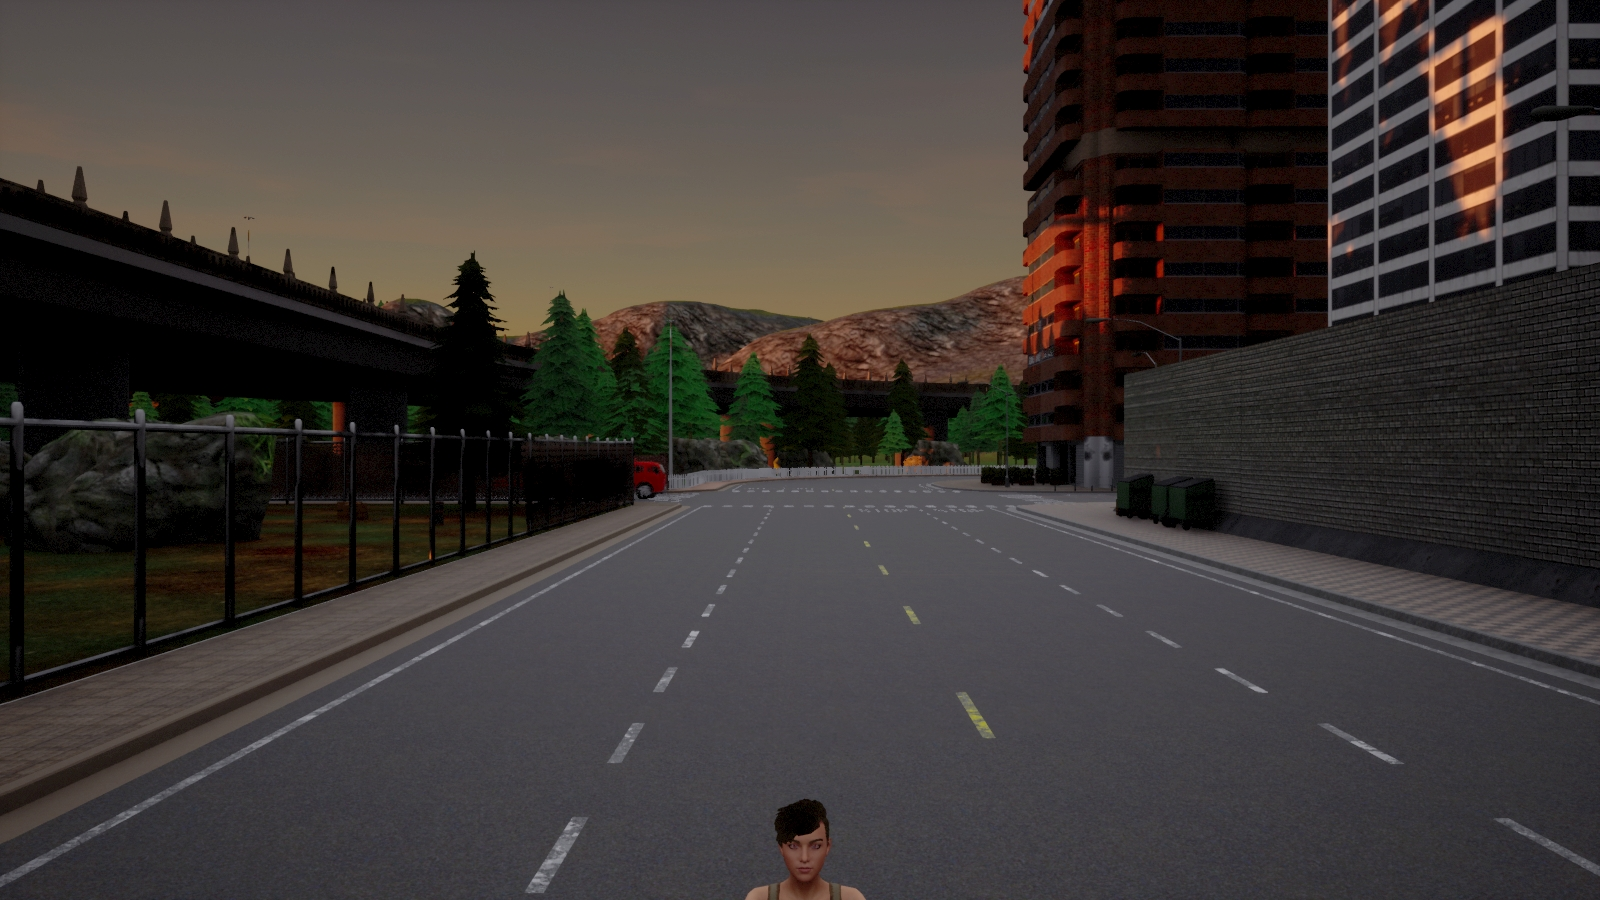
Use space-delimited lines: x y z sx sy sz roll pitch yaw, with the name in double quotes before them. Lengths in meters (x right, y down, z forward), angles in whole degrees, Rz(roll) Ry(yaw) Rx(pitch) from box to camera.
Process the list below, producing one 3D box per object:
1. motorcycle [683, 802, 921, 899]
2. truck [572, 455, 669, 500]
"motorcycle" 0.006 2.099 3.507 0.764 1.307 2.356 0 0 0
"truck" -10.329 1.574 66.010 5.204 2.467 2.627 0 0 -1
